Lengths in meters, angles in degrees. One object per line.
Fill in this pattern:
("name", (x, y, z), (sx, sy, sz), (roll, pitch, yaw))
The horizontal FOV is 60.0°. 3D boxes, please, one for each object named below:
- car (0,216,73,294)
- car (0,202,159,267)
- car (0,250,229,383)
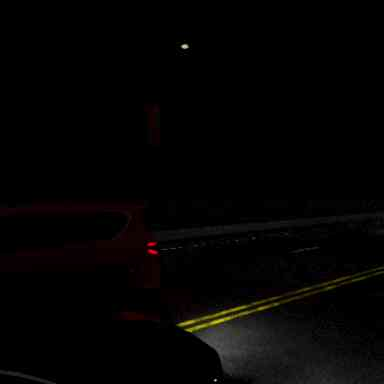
("car", (-5.562, 1.492, 7.702), (4.902, 1.511, 2.128), (0, 0, -35))
("car", (-3.184, 1.218, 5.405), (5.566, 2.045, 2.150), (0, 0, -35))
("car", (-1.909, 1.505, 2.079), (4.892, 1.490, 1.837), (0, 0, -35))
